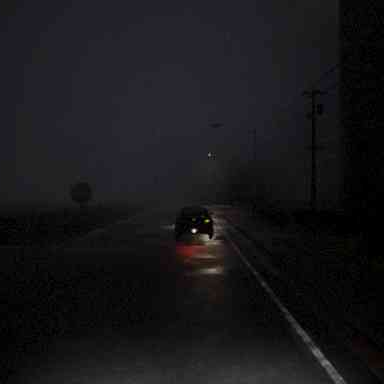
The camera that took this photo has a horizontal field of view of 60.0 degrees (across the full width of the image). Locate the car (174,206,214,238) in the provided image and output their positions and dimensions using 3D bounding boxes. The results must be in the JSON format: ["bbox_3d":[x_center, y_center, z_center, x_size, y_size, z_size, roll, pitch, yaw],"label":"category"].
[{"bbox_3d":[0.107,1.502,17.706,1.837,1.490,4.892,0,0,0],"label":"car"}]
